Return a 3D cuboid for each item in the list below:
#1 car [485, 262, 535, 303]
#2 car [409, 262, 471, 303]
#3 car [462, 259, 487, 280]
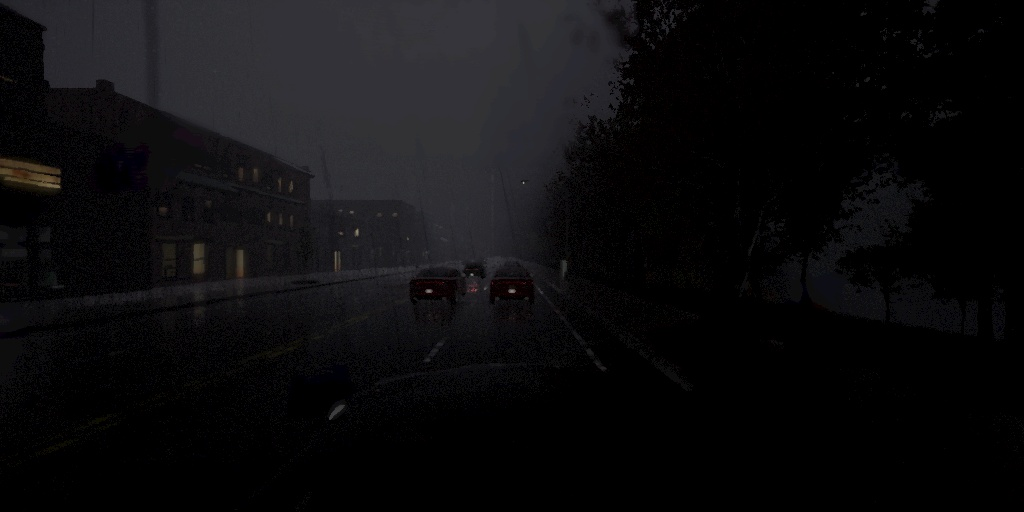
[{"bbox_3d":[0.000,1.229,16.501,1.882,1.535,5.008,0,0,0],"label":"car"},{"bbox_3d":[-3.249,1.229,16.501,1.882,1.535,5.008,0,0,0],"label":"car"},{"bbox_3d":[-3.250,1.258,31.501,1.837,1.490,4.892,0,0,0],"label":"car"}]
